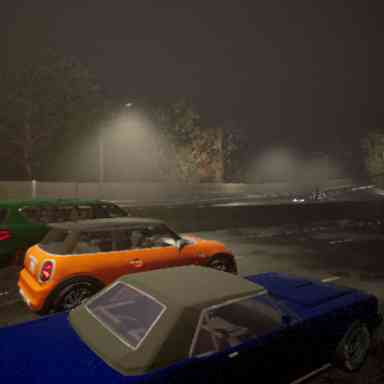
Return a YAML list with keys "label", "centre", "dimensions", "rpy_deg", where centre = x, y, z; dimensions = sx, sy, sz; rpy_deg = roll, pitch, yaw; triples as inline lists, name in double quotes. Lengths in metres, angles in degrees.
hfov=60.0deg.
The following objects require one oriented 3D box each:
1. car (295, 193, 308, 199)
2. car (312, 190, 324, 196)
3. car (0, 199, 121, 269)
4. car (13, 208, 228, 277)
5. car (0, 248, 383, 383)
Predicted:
- label: "car"
  centre: [23.540, 0.887, 71.589]
  dimensions: [1.895, 1.301, 4.718]
  rpy_deg: [0, 1, 31]
- label: "car"
  centre: [32.118, 0.210, 84.944]
  dimensions: [2.097, 1.767, 4.553]
  rpy_deg: [0, 2, 34]
- label: "car"
  centre: [-3.130, 1.221, 10.114]
  dimensions: [5.566, 2.045, 2.150]
  rpy_deg: [0, 0, -35]
- label: "car"
  centre: [-1.138, 1.352, 7.233]
  dimensions: [4.553, 1.767, 2.097]
  rpy_deg: [0, 0, -35]
- label: "car"
  centre: [0.271, 1.601, 3.944]
  dimensions: [4.718, 1.301, 1.895]
  rpy_deg: [0, 0, -35]
